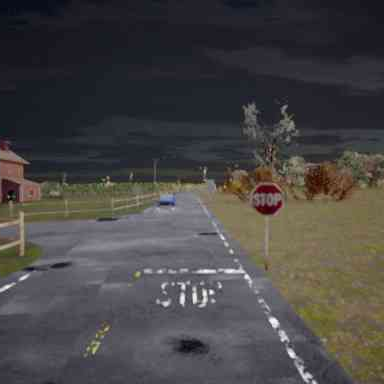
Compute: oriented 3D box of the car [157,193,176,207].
[{"bbox_3d":[-2.833,0.897,38.006,1.882,1.535,5.008,0,1,0],"label":"car"}]
